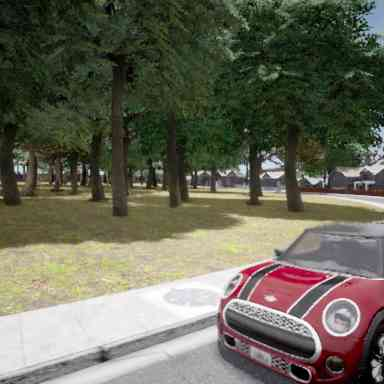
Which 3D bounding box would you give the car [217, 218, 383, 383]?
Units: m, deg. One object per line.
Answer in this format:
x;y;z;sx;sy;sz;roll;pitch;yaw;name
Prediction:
2.521;1.349;5.413;4.553;1.767;2.097;0;0;-41;car
